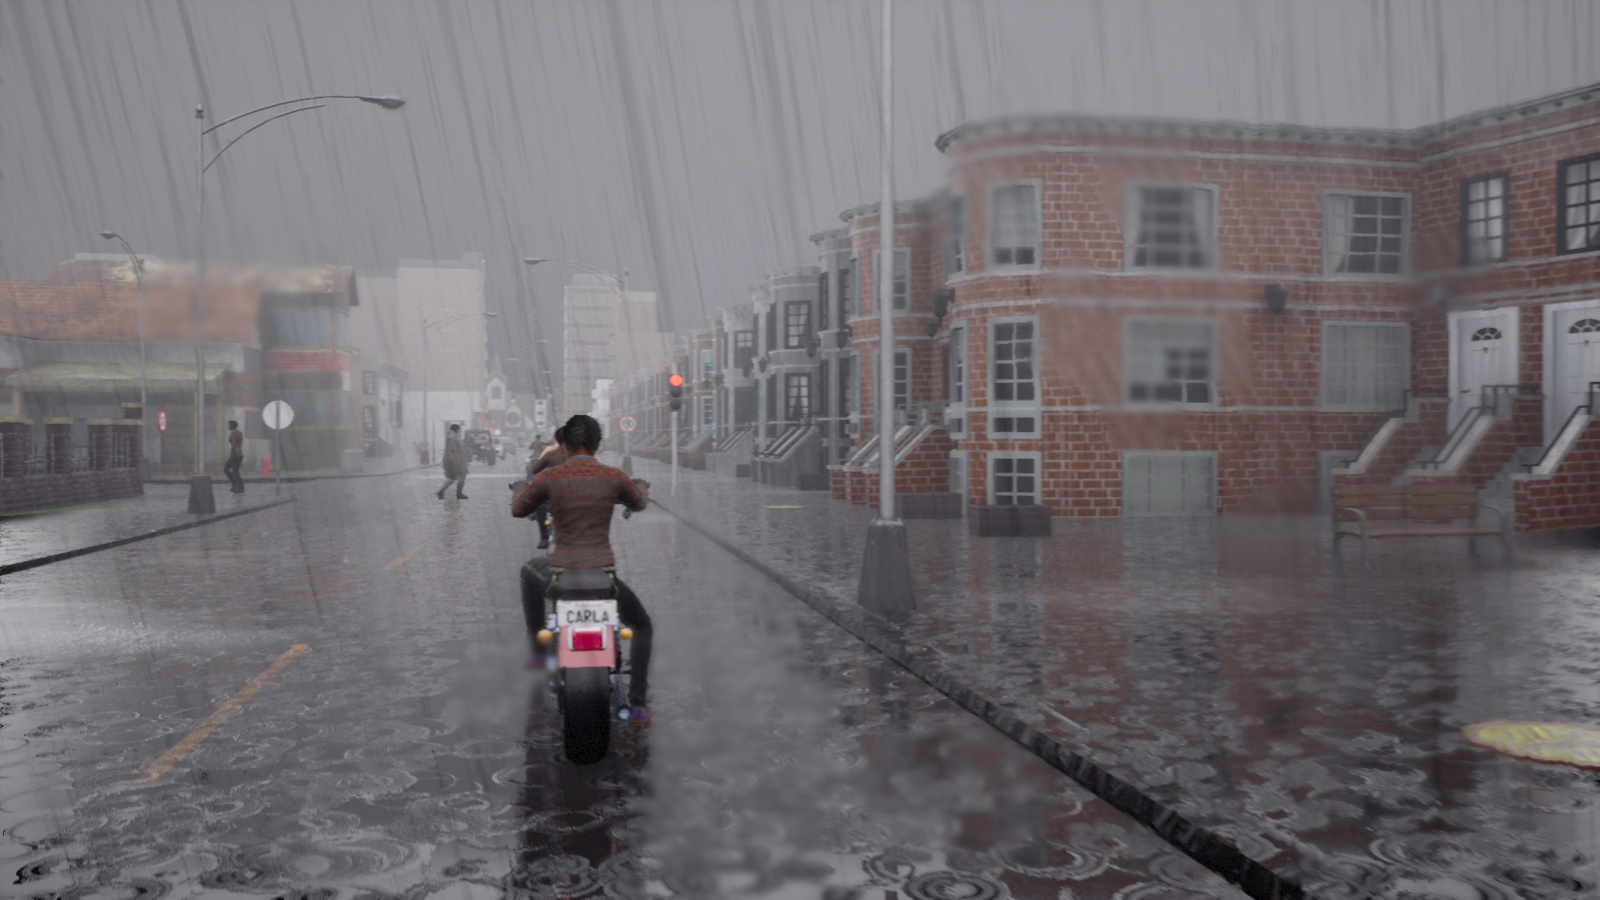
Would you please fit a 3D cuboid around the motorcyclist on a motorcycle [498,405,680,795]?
[{"bbox_3d":[-1.124,0.625,6.528,0.766,1.649,2.350,0,0,-11],"label":"motorcyclist on a motorcycle"}]

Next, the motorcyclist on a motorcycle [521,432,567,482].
[{"bbox_3d":[-8.856,0.225,43.570,0.766,1.649,2.350,-1,0,8],"label":"motorcyclist on a motorcycle"}]

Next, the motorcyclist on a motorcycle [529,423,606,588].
[{"bbox_3d":[-2.567,0.546,13.819,0.766,1.649,2.350,0,0,-11],"label":"motorcyclist on a motorcycle"}]

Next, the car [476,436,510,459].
[{"bbox_3d":[-19.985,-0.179,81.858,1.970,1.475,3.806,0,1,-11],"label":"car"}]

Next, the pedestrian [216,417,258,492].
[{"bbox_3d":[-13.779,0.108,30.746,0.869,1.805,0.328,0,1,4],"label":"pedestrian"}]

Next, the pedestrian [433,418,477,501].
[{"bbox_3d":[-8.195,0.214,29.818,0.873,1.952,0.659,0,1,-28],"label":"pedestrian"}]

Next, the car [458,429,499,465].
[{"bbox_3d":[-16.947,-0.181,66.327,1.905,1.878,3.866,0,1,-11],"label":"car"}]
